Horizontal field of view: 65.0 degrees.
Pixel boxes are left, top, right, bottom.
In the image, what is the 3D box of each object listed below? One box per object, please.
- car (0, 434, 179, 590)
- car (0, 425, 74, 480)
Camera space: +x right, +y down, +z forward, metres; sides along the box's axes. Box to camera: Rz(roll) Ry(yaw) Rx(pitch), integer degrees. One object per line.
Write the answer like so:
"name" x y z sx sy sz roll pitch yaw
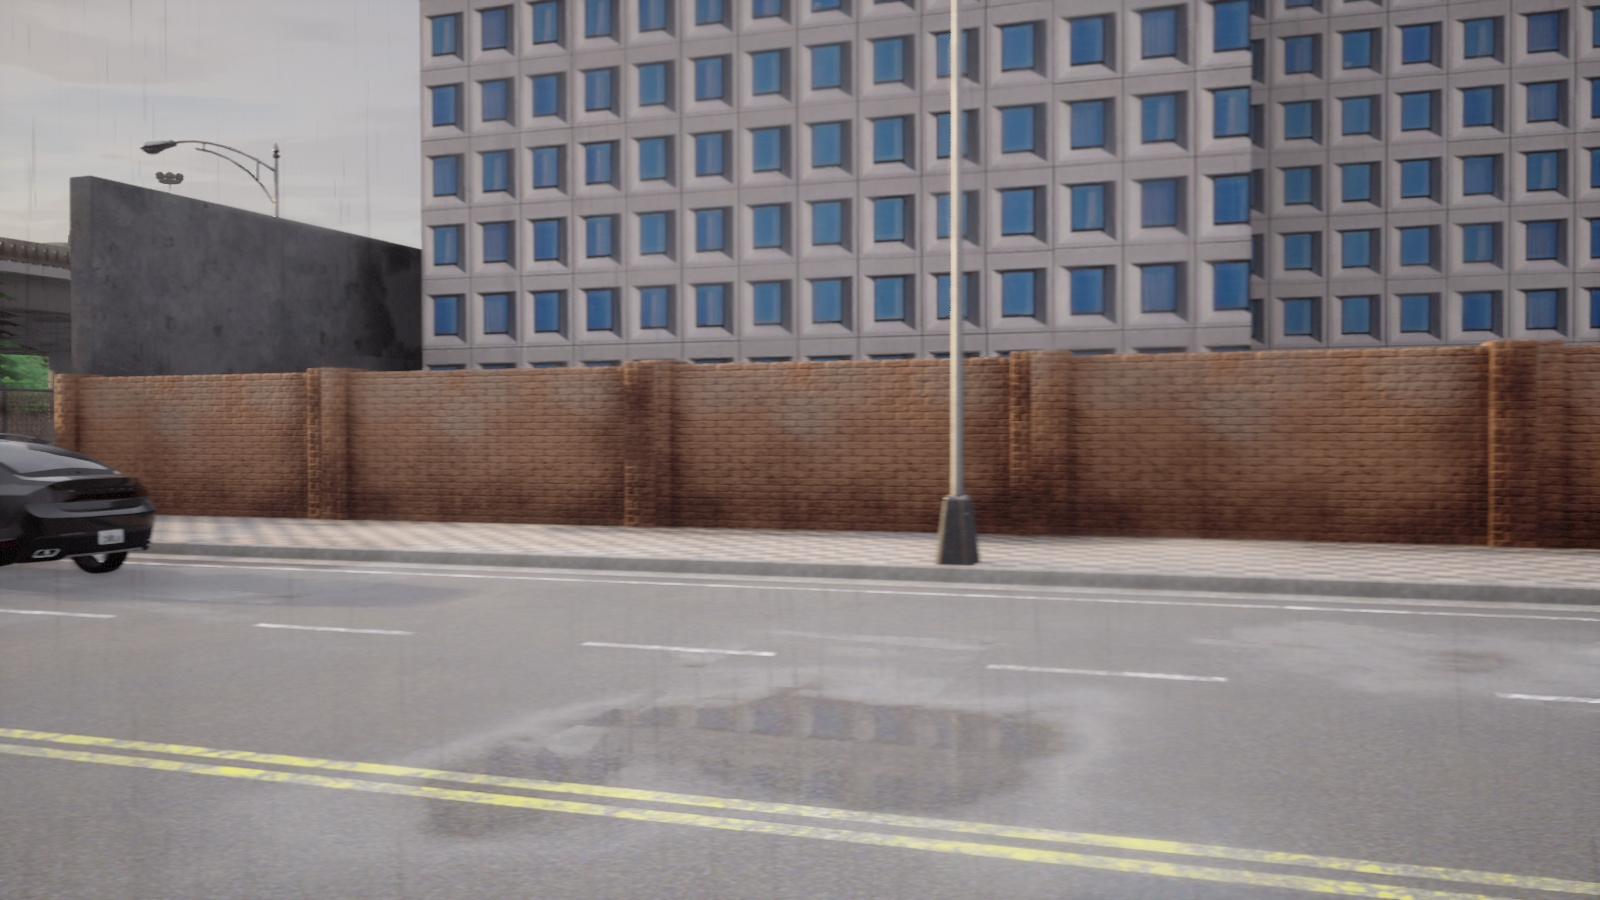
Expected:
"car" -9.466 0.575 13.764 4.892 1.490 1.837 1 1 18
"car" -23.131 0.066 35.274 2.007 1.525 4.514 1 1 19
